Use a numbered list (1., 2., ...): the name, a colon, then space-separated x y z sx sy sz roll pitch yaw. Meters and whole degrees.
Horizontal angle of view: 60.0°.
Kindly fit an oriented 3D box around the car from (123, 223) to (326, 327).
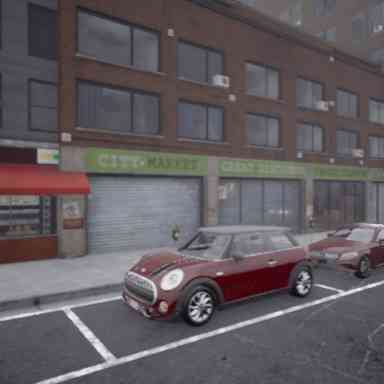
1. car: 0.637 1.454 6.954 4.097 1.590 1.967 0 -1 -35

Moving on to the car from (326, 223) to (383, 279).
1. car: 5.223 1.635 10.142 4.206 1.307 1.802 0 -1 -35
